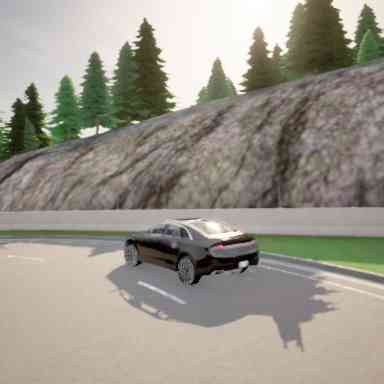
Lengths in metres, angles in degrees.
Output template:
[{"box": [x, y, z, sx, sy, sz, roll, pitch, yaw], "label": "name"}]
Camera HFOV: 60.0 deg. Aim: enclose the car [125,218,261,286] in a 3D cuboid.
[{"box": [-0.271, 1.497, 9.603, 2.128, 1.511, 4.902, -1, 0, -37], "label": "car"}]
